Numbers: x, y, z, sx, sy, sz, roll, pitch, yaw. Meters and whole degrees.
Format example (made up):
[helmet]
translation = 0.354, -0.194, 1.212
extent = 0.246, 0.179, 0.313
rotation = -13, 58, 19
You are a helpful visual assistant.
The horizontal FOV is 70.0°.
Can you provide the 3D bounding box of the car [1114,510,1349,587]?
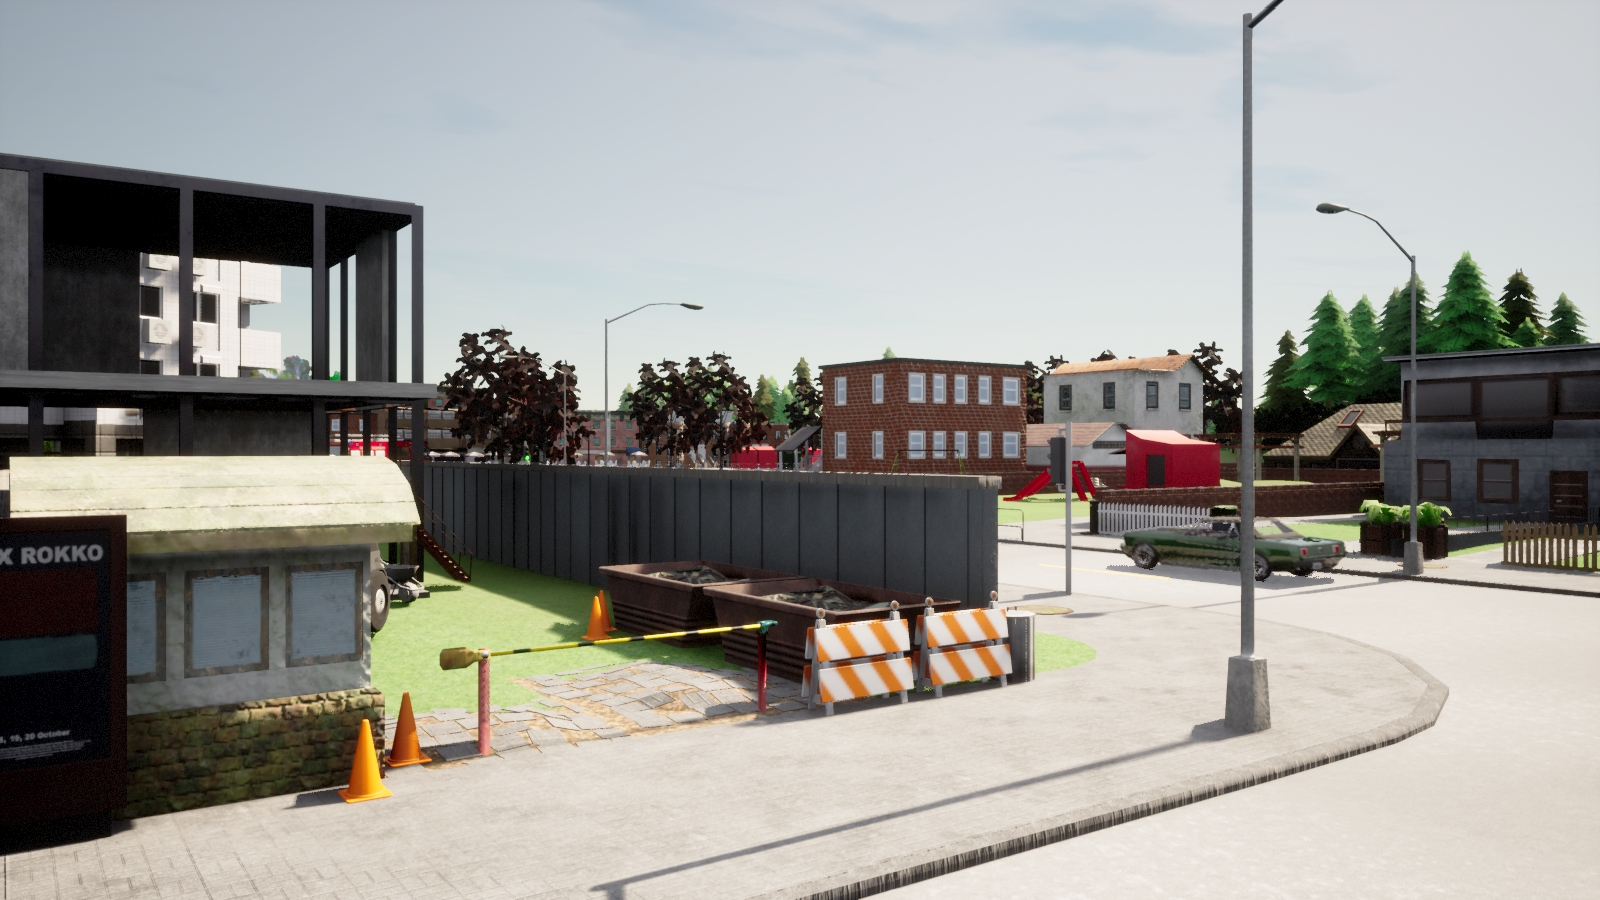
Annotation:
[car]
translation = 9.591, 2.146, 25.776
extent = 1.895, 1.301, 4.718
rotation = 0, 0, -35
